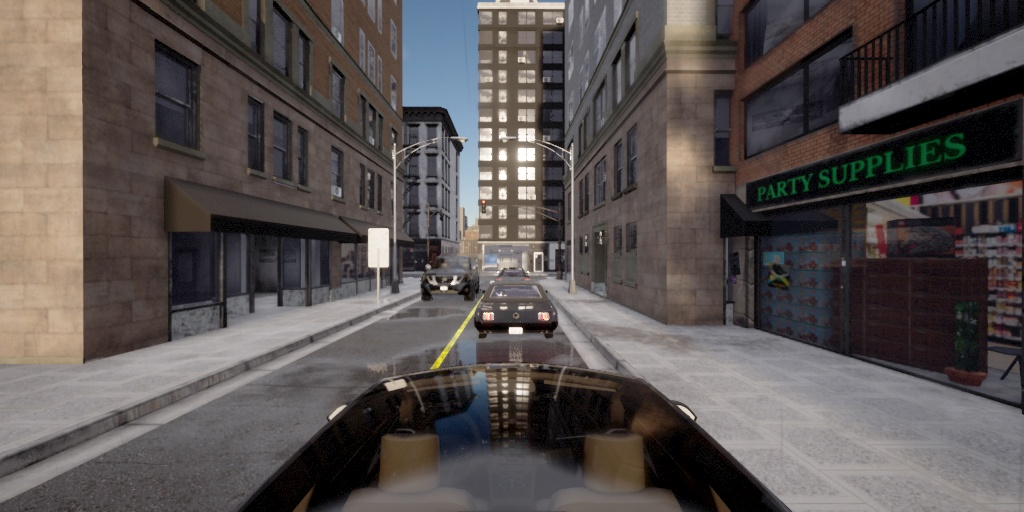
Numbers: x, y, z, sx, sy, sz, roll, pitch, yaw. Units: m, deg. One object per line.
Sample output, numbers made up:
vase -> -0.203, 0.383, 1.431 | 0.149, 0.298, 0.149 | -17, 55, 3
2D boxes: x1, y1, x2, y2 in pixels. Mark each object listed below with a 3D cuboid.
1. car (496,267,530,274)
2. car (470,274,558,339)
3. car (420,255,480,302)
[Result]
car -> 0.066, 1.311, 20.032 | 1.994, 1.385, 4.181 | 0, 0, 0
car -> 0.088, 1.350, 10.064 | 1.895, 1.301, 4.718 | 0, 0, 0
car -> -2.770, 0.972, 17.323 | 2.150, 2.045, 5.566 | 0, 0, 0
